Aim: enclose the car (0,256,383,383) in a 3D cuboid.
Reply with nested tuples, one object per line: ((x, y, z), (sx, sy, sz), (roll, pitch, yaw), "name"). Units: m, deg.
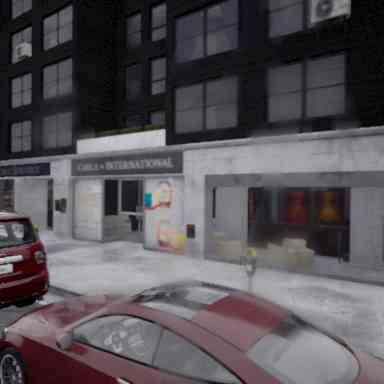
((-0.231, 1.566, 3.238), (4.206, 1.307, 1.802), (1, 1, 35), "car")

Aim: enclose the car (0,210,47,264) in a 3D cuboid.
((-4.845, 1.255, 6.514), (5.009, 1.841, 2.192), (1, 1, 35), "car")
